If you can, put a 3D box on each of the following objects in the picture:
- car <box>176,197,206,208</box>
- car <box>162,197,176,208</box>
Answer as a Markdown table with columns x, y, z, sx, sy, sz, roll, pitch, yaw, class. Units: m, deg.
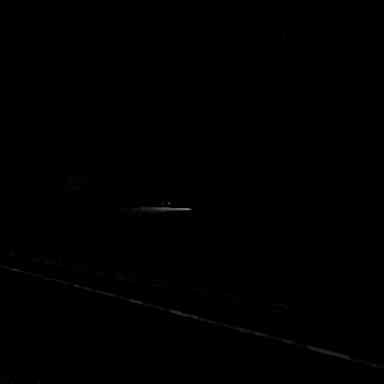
| x | y | z | sx | sy | sz | roll | pitch | yaw | class |
| --- | --- | --- | --- | --- | --- | --- | --- | --- | --- |
| 0.177 | 1.573 | 47.231 | 1.994 | 1.385 | 4.181 | 0 | 0 | 37 | car |
| -2.421 | 1.521 | 49.589 | 1.837 | 1.490 | 4.892 | 0 | 0 | 37 | car |
